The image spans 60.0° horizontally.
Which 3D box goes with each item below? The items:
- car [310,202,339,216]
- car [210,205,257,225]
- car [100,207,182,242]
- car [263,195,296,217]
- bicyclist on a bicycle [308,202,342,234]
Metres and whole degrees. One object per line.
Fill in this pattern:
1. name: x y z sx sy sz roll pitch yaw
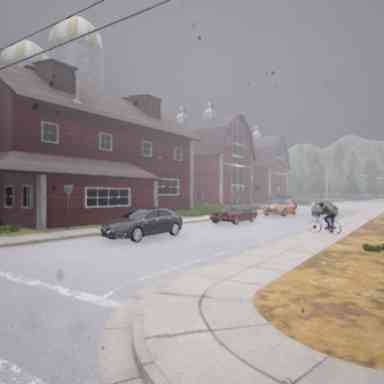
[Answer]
1. car: 13.778 1.712 34.515 2.033 1.411 5.357 0 0 34
2. car: 3.221 1.705 25.267 1.895 1.301 4.718 0 0 34
3. car: -2.394 1.559 16.801 1.837 1.490 4.892 0 0 34
4. car: 8.908 1.506 33.828 2.097 1.767 4.553 0 0 34
5. bicyclist on a bicycle: 6.866 1.370 17.221 1.656 1.620 0.582 0 -1 33
